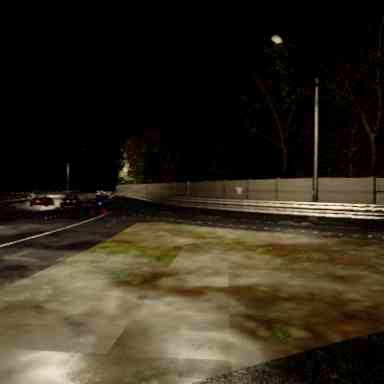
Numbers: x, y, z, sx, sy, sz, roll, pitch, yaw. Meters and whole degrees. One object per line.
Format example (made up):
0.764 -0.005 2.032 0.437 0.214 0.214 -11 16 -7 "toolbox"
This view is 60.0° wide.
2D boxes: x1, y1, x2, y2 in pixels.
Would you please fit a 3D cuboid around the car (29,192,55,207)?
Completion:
-17.498 1.012 38.946 1.994 1.385 4.181 0 1 -10 "car"

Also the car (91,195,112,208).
-10.221 1.044 37.922 1.812 1.442 4.674 0 1 -9 "car"

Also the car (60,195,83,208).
-13.713 1.036 38.060 2.033 1.411 5.357 0 1 -10 "car"
